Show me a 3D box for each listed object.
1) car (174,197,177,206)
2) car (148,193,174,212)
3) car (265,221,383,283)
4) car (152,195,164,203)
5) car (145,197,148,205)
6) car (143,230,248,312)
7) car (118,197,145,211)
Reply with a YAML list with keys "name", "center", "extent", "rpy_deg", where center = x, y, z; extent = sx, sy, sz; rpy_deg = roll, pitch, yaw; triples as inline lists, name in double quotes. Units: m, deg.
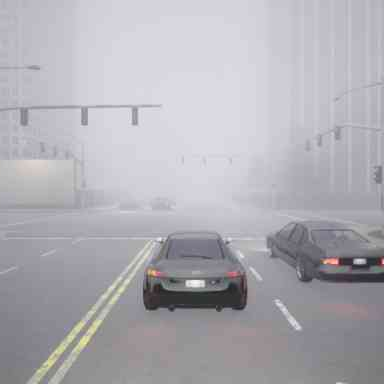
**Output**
- name: "car"
  center: [-3.585, 1.488, 55.675]
  extent: [2.128, 1.511, 4.902]
  rpy_deg: [0, 0, 0]
- name: "car"
  center: [-3.599, 1.350, 39.555]
  extent: [2.097, 1.767, 4.553]
  rpy_deg: [0, 0, 0]
- name: "car"
  center: [3.582, 1.547, 9.679]
  extent: [2.033, 1.411, 5.357]
  rpy_deg: [0, 0, -1]
- name: "car"
  center: [-7.006, 1.430, 69.148]
  extent: [2.033, 1.411, 5.357]
  rpy_deg: [0, 0, 0]
- name: "car"
  center: [-7.091, 1.490, 53.913]
  extent: [2.128, 1.511, 4.902]
  rpy_deg: [0, 0, 0]
- name: "car"
  center: [0.061, 1.564, 7.796]
  extent: [1.994, 1.385, 4.181]
  rpy_deg: [0, 0, 0]
- name: "car"
  center: [-7.438, 1.563, 40.333]
  extent: [1.994, 1.385, 4.181]
  rpy_deg: [0, 0, 5]
